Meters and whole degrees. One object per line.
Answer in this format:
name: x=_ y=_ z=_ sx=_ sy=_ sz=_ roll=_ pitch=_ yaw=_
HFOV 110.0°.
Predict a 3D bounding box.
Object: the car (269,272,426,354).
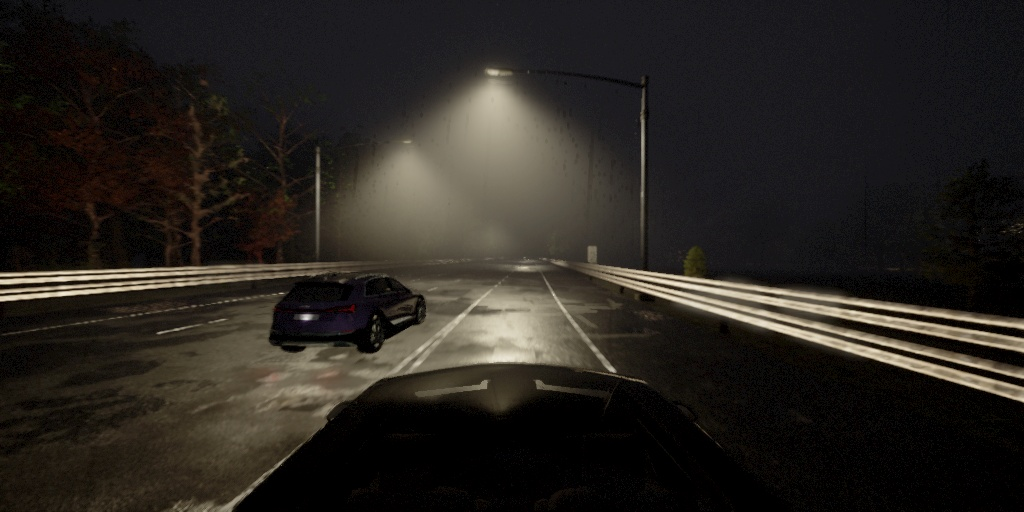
car: x=-3.628 y=1.191 z=8.792 sx=2.033 sy=1.649 sz=4.856 roll=0 pitch=0 yaw=3
